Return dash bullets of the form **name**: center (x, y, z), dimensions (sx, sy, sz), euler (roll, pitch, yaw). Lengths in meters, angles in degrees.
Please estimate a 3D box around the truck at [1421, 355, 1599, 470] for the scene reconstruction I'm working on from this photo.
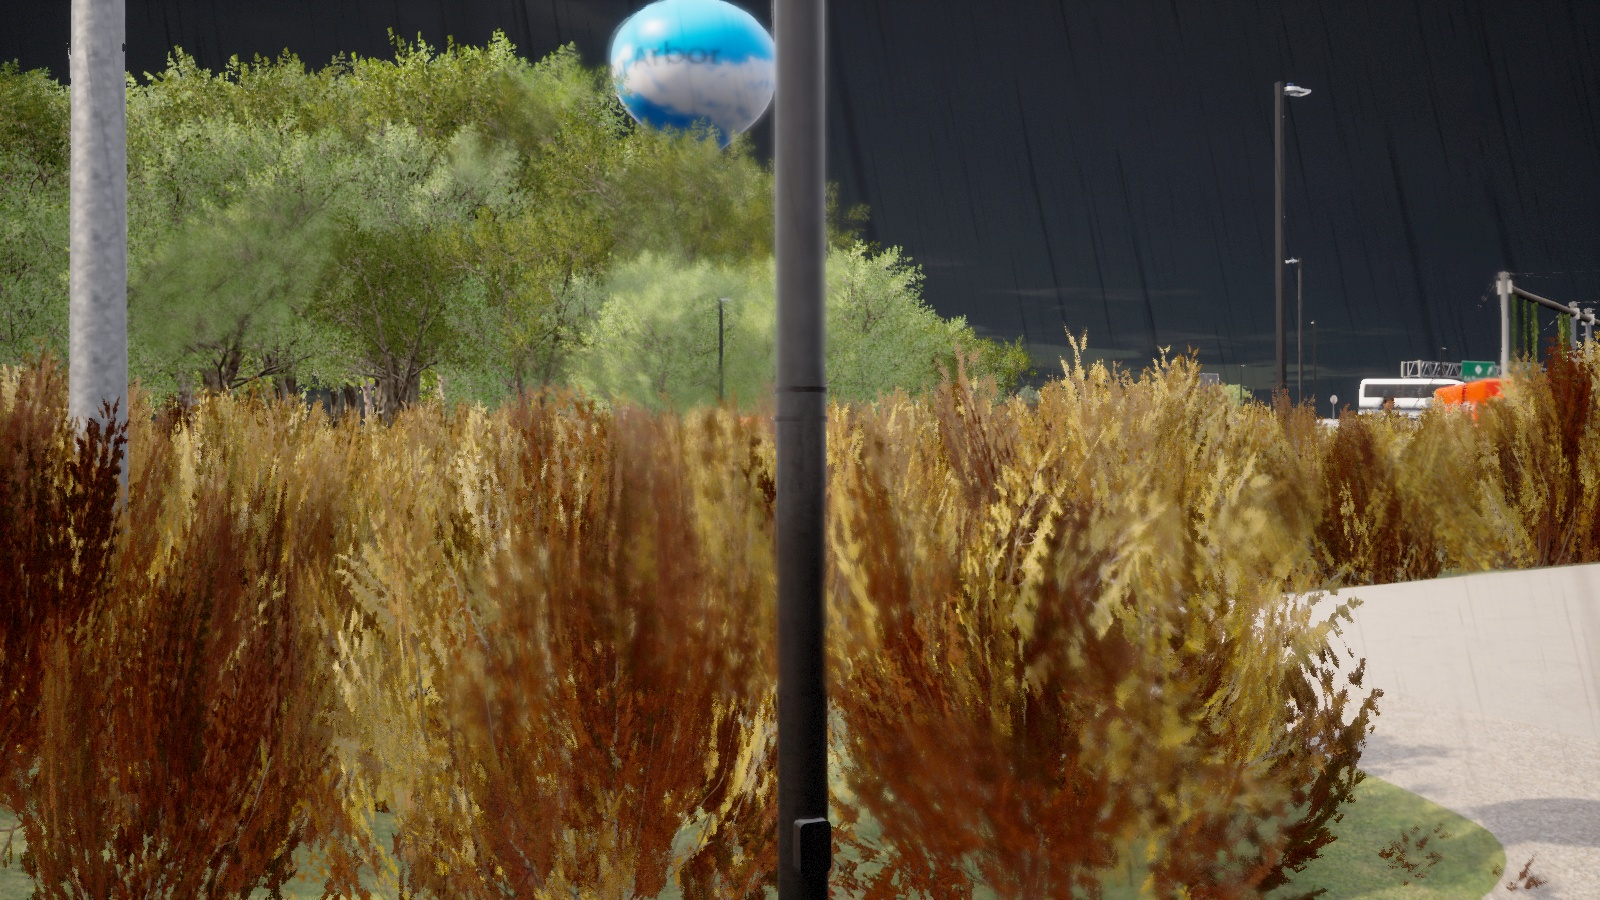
- **truck**: center (17.228, -0.816, 30.101), dimensions (2.627, 2.467, 5.204), euler (-1, 0, 8)
